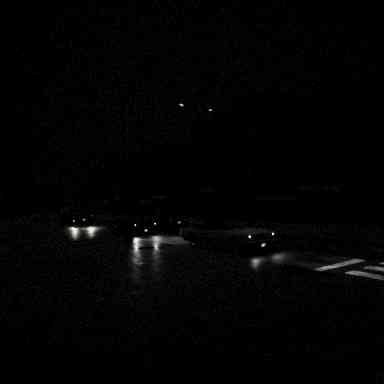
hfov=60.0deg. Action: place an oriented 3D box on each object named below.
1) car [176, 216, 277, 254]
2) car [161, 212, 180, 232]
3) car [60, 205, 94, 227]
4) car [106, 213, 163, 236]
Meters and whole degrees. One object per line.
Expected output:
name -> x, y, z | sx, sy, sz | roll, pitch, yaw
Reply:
car -> 1.545, 1.921, 15.290 | 1.895, 1.301, 4.718 | 0, -2, -38
car -> -2.082, 2.225, 25.393 | 1.994, 1.385, 4.181 | 0, -2, -36
car -> -11.902, 2.404, 34.031 | 2.150, 2.045, 5.566 | 0, -2, -36
car -> -4.291, 2.270, 23.420 | 1.895, 1.301, 4.718 | 0, -2, -36
